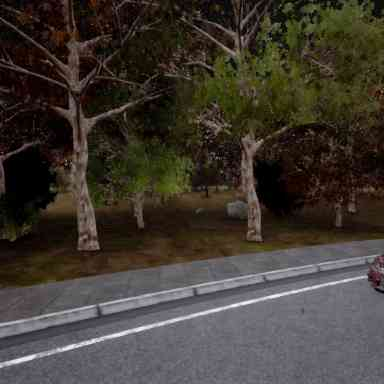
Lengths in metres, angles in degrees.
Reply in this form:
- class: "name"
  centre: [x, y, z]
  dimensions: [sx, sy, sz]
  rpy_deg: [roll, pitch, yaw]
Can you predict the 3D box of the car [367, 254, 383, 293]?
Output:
- class: "car"
  centre: [5.907, 1.467, 7.228]
  dimensions: [4.674, 1.442, 1.812]
  rpy_deg: [0, 1, -28]
